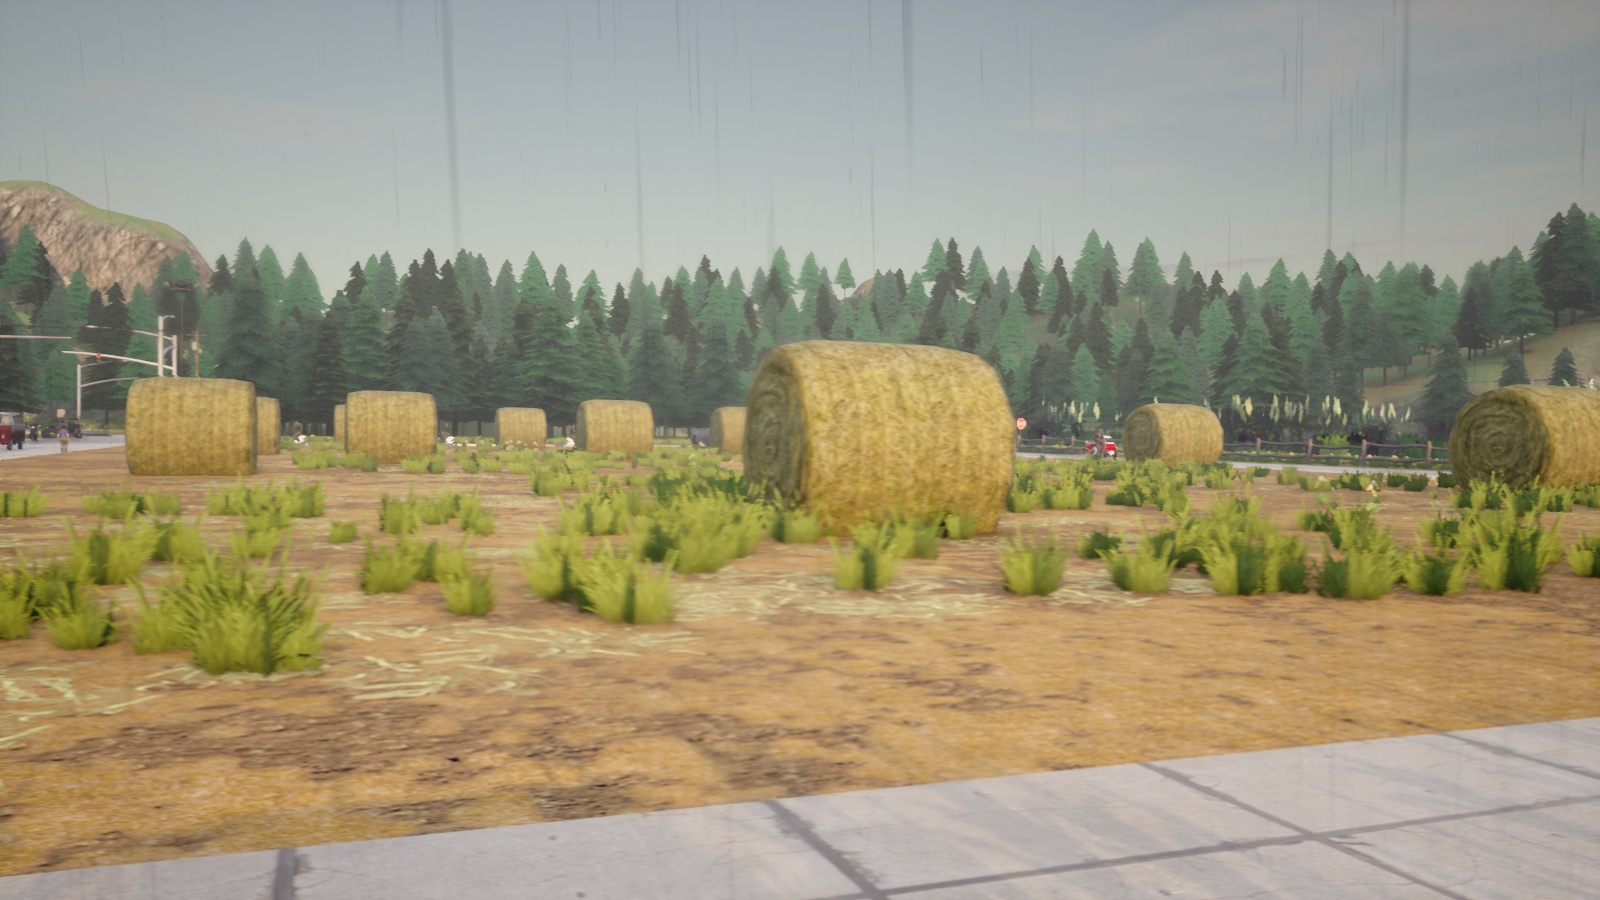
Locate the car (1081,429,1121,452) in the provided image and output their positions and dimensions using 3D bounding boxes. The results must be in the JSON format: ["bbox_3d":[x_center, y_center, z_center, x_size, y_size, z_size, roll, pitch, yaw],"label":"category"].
[{"bbox_3d":[18.312,-0.611,76.452,1.481,1.376,2.207,-1,1,-18],"label":"car"}]

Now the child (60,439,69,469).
[{"bbox_3d":[-31.879,0.169,54.428,0.270,1.263,0.437,-1,1,-26],"label":"child"}]

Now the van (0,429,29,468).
[{"bbox_3d":[-41.593,-0.102,65.295,1.775,1.987,4.442,-1,1,-22],"label":"van"}]

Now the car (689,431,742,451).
[{"bbox_3d":[-6.541,-0.690,97.180,3.633,1.501,1.845,-1,1,-21],"label":"car"}]
